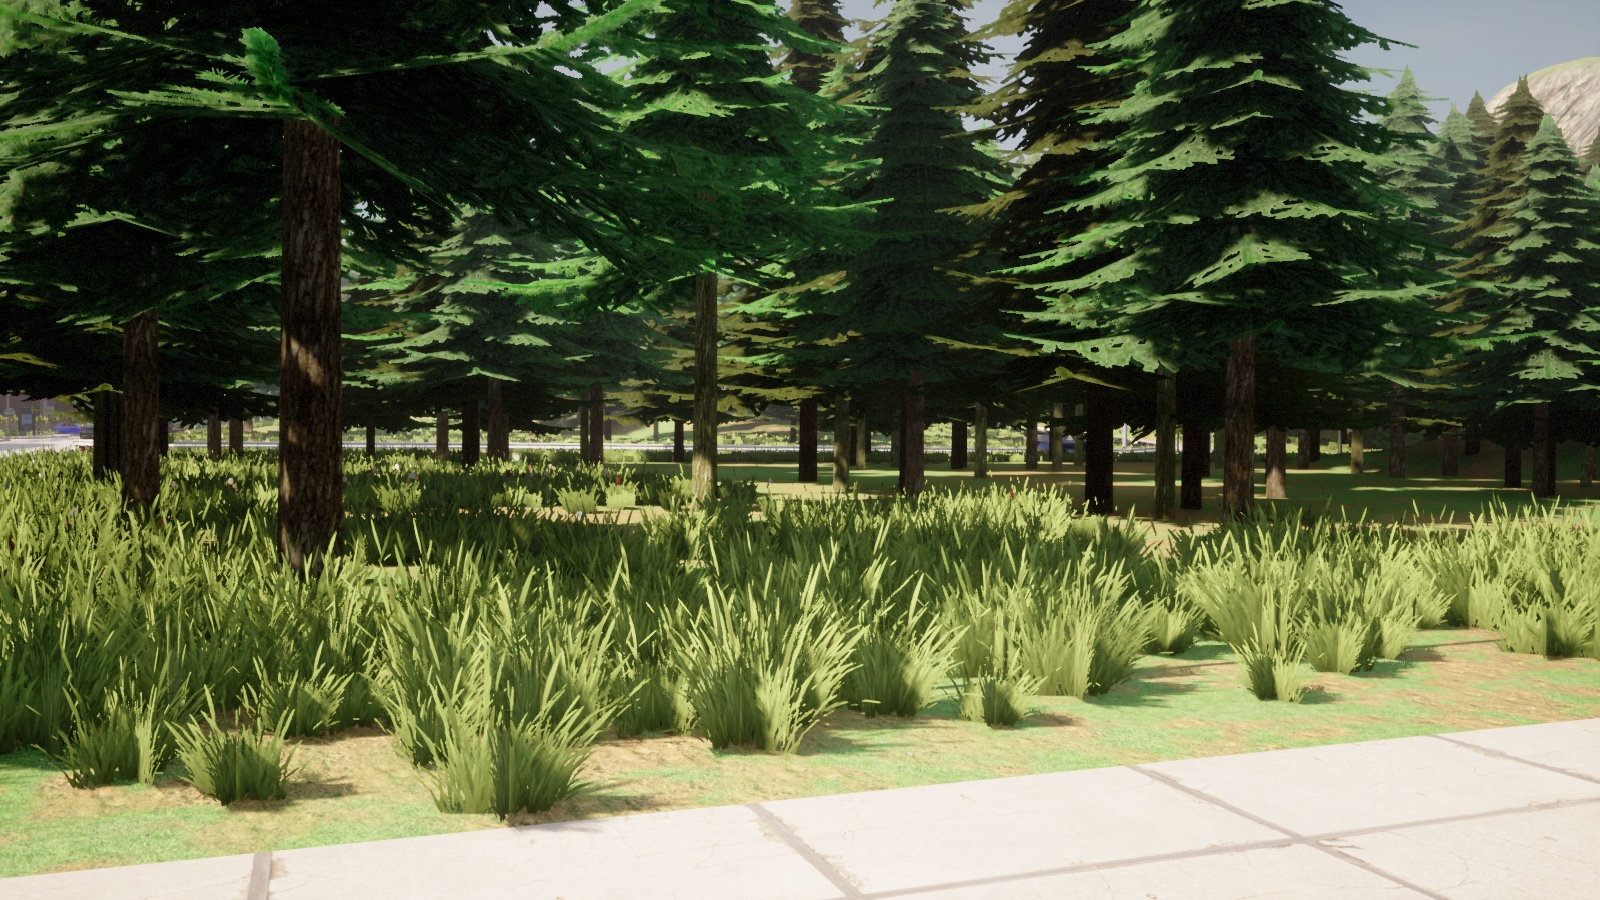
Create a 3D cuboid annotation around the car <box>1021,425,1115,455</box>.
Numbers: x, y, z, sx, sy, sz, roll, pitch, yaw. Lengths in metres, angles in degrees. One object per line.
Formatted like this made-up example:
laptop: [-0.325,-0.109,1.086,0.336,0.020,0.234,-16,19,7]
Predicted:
car: [15.093,-0.577,70.702,4.856,1.649,2.033,-1,1,-22]
